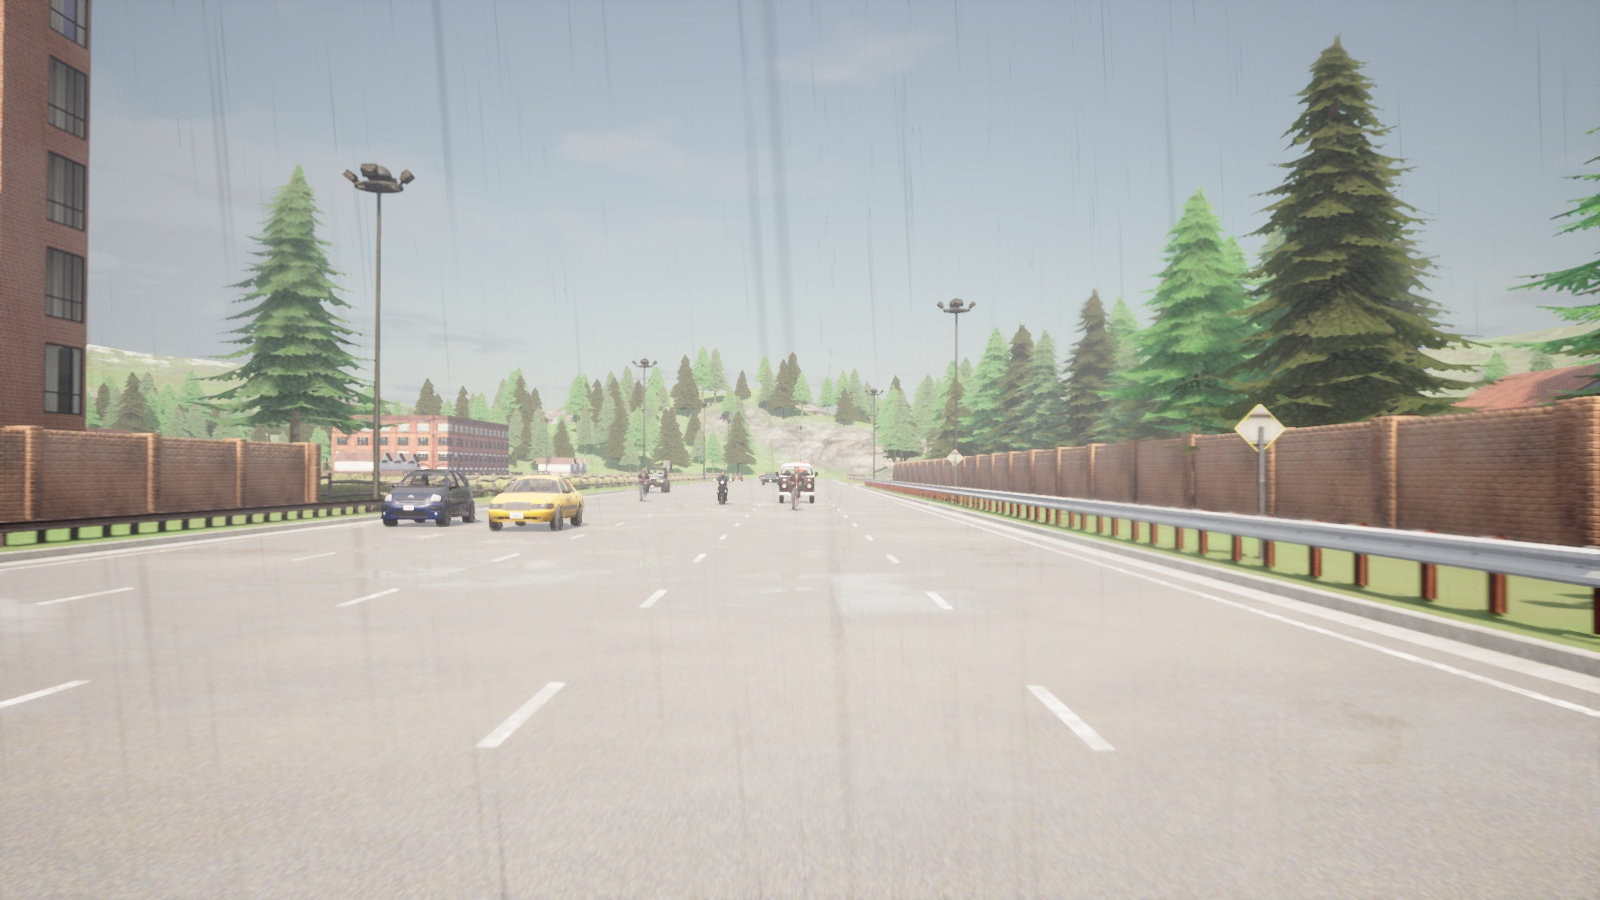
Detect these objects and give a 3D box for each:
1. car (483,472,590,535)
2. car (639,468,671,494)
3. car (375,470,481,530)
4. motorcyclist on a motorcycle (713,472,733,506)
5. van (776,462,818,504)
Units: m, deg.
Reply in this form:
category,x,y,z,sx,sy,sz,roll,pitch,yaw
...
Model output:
category,x,y,z,sx,sy,sz,roll,pitch,yaw
car,-7.083,1.385,34.263,1.801,1.575,5.366,0,-1,0
car,-10.663,2.279,92.488,1.905,1.878,3.866,0,-1,0
car,-10.589,1.389,36.011,1.851,1.617,3.988,0,-1,0
motorcyclist on a motorcycle,-3.646,1.829,59.493,0.866,1.590,1.817,0,-1,0
van,-0.157,1.652,63.172,2.069,2.038,4.480,0,-1,0
